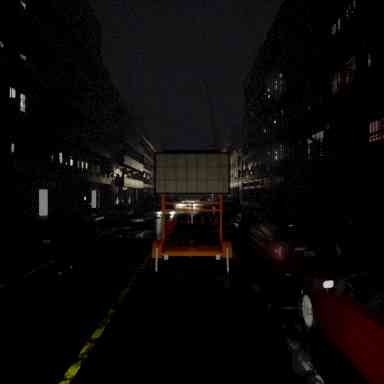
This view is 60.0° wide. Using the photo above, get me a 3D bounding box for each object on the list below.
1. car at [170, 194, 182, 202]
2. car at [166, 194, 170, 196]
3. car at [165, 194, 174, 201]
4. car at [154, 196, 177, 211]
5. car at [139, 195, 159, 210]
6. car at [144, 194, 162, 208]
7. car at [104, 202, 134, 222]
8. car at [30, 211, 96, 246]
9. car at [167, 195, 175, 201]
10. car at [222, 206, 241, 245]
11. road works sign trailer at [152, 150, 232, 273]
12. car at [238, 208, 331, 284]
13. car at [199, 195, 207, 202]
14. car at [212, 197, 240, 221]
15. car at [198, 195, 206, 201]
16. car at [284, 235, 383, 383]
[{"bbox_3d":[-2.980,1.488,66.077,1.837,1.490,4.892,0,0,0],"label":"car"},{"bbox_3d":[-5.664,1.293,77.202,2.192,1.841,5.009,0,0,0],"label":"car"},{"bbox_3d":[-5.663,1.415,82.838,1.967,1.590,4.097,0,0,0],"label":"car"},{"bbox_3d":[-3.077,1.519,39.755,1.812,1.442,4.674,0,0,0],"label":"car"},{"bbox_3d":[-5.676,1.432,43.384,1.967,1.590,4.097,0,0,0],"label":"car"},{"bbox_3d":[-5.673,1.305,49.020,2.192,1.841,5.009,0,0,0],"label":"car"},{"bbox_3d":[-5.681,1.523,26.304,1.752,1.417,4.829,0,0,0],"label":"car"},{"bbox_3d":[-5.685,1.565,15.200,1.947,1.339,4.313,0,0,0],"label":"car"},{"bbox_3d":[-5.662,1.516,88.475,1.887,1.381,4.507,0,0,0],"label":"car"},{"bbox_3d":[2.696,1.550,15.195,2.008,1.369,4.403,0,0,0],"label":"car"},{"bbox_3d":[0.003,0.464,10.692,2.380,3.560,2.880,0,0,0],"label":"road works sign trailer"},{"bbox_3d":[2.694,1.440,9.559,1.967,1.590,4.097,0,0,0],"label":"car"},{"bbox_3d":[2.715,1.503,77.365,1.752,1.417,4.829,0,0,0],"label":"car"},{"bbox_3d":[2.701,1.312,26.468,2.192,1.841,5.009,0,0,0],"label":"car"},{"bbox_3d":[2.719,1.517,88.468,1.887,1.381,4.507,0,0,0],"label":"car"},{"bbox_3d":[2.693,1.545,3.922,1.887,1.381,4.507,0,0,0],"label":"car"}]
